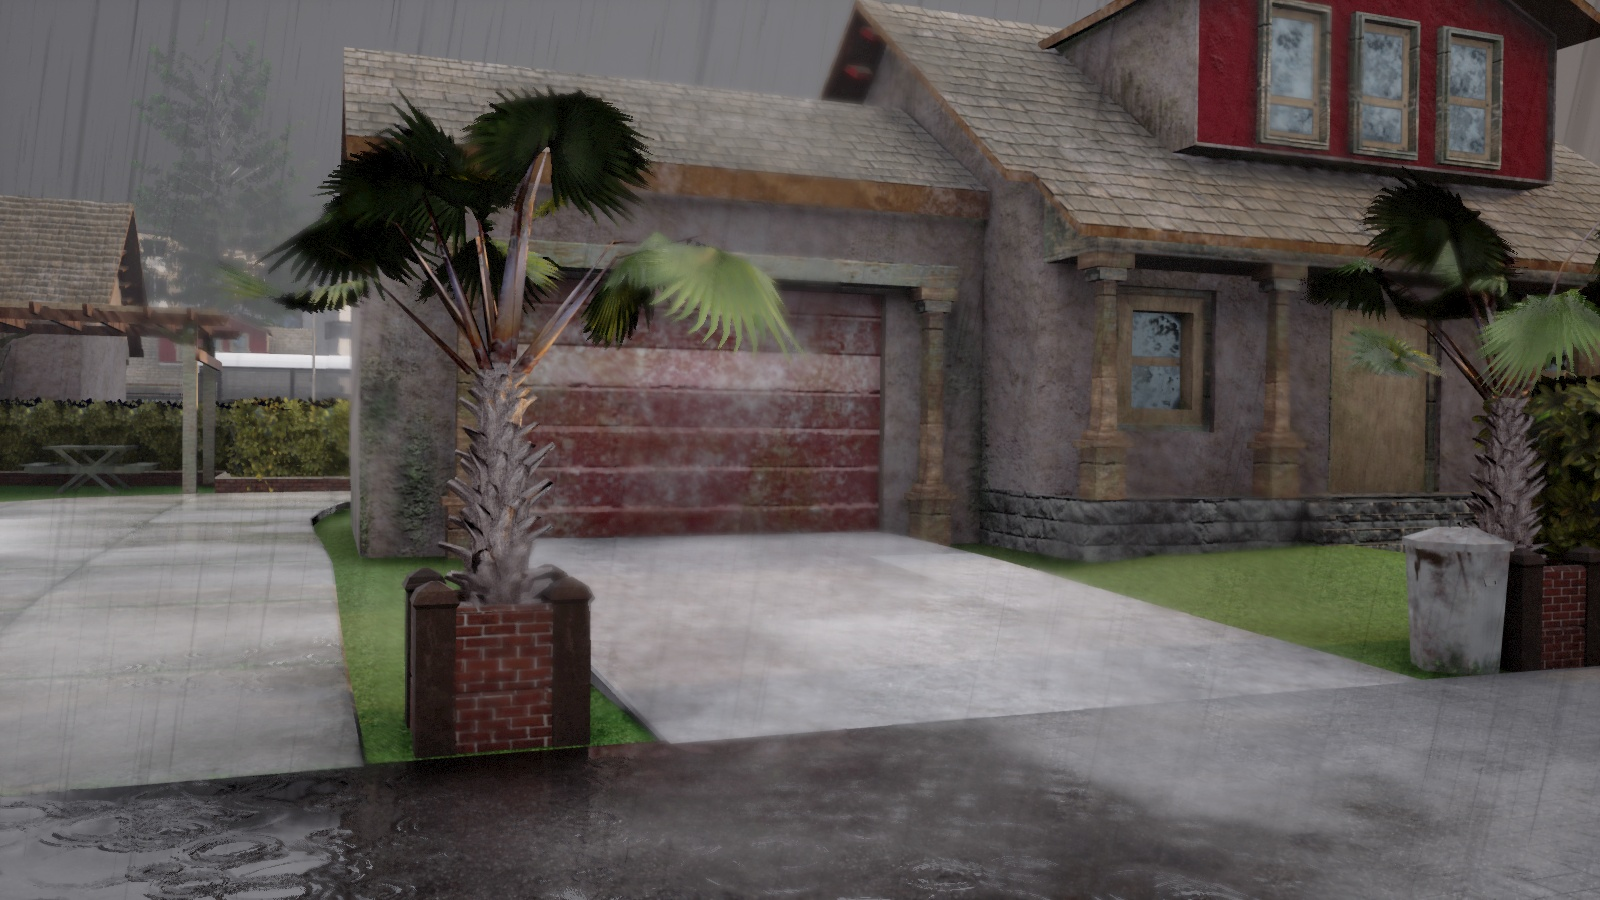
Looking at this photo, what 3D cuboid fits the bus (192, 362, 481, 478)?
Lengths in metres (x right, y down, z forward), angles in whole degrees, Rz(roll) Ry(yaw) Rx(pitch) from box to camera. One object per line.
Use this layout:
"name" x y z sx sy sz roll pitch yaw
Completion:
"bus" -18.201 -1.193 49.839 10.273 4.253 3.944 -1 1 -21
